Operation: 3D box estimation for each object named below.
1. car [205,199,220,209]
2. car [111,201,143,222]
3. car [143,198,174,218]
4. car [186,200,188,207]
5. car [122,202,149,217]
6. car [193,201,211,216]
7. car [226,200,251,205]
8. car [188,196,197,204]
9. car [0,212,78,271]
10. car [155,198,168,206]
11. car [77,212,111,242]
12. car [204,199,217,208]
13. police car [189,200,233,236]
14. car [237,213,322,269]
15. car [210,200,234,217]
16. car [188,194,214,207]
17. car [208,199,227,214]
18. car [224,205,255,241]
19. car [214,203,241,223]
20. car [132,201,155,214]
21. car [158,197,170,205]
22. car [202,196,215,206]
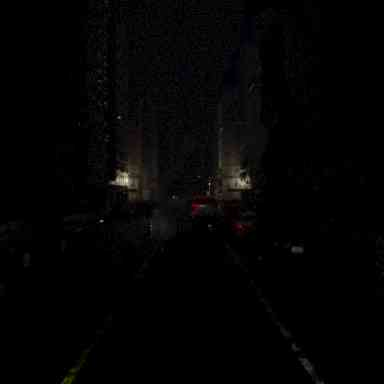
[{"bbox_3d":[2.963,1.783,49.817,2.008,1.369,4.403,0,0,0],"label":"car"},{"bbox_3d":[-5.609,1.676,27.726,1.887,1.381,4.507,0,0,0],"label":"car"},{"bbox_3d":[-3.030,1.640,31.526,2.128,1.511,4.902,0,0,0],"label":"car"},{"bbox_3d":[0.117,1.764,55.537,1.837,1.490,4.892,0,0,0],"label":"car"},{"bbox_3d":[-5.598,1.723,33.251,1.947,1.339,4.313,0,0,0],"label":"car"},{"bbox_3d":[0.974,1.691,35.060,1.812,1.442,4.674,0,0,0],"label":"car"},{"bbox_3d":[2.905,1.420,22.201,2.192,1.841,5.009,0,0,0],"label":"car"},{"bbox_3d":[0.148,1.691,70.186,1.812,1.442,4.674,0,0,0],"label":"car"},{"bbox_3d":[-5.644,1.599,11.151,1.887,1.381,4.507,0,0,0],"label":"car"},{"bbox_3d":[-5.539,1.850,60.876,1.947,1.339,4.313,0,0,0],"label":"car"},{"bbox_3d":[-5.633,1.662,16.676,1.802,1.307,4.206,0,0,0],"label":"car"},{"bbox_3d":[2.975,1.824,55.341,1.947,1.339,4.313,0,0,0],"label":"car"},{"bbox_3d":[0.940,1.517,19.171,1.930,1.638,5.238,0,0,0],"label":"police car"},{"bbox_3d":[2.882,1.619,11.153,1.947,1.339,4.313,0,0,0],"label":"car"},{"bbox_3d":[2.928,1.596,33.247,1.967,1.590,4.097,0,0,0],"label":"car"},{"bbox_3d":[0.962,1.359,29.092,2.150,2.045,5.566,0,0,0],"label":"car"},{"bbox_3d":[2.940,1.621,38.771,1.967,1.590,4.097,0,0,0],"label":"car"},{"bbox_3d":[2.894,1.605,16.846,1.752,1.417,4.829,0,0,0],"label":"car"},{"bbox_3d":[2.917,1.656,27.894,1.752,1.417,4.829,0,0,0],"label":"car"},{"bbox_3d":[-5.586,1.748,38.776,1.947,1.339,4.313,0,0,0],"label":"car"},{"bbox_3d":[-5.528,1.750,66.401,1.967,1.590,4.097,0,0,0],"label":"car"},{"bbox_3d":[2.987,1.599,60.866,2.192,1.841,5.009,0,0,0],"label":"car"}]
